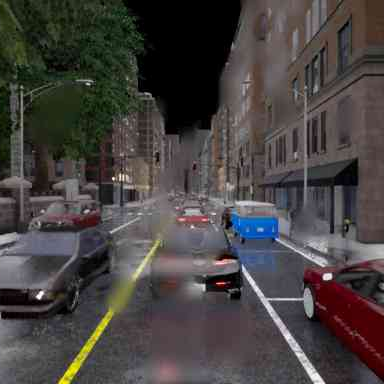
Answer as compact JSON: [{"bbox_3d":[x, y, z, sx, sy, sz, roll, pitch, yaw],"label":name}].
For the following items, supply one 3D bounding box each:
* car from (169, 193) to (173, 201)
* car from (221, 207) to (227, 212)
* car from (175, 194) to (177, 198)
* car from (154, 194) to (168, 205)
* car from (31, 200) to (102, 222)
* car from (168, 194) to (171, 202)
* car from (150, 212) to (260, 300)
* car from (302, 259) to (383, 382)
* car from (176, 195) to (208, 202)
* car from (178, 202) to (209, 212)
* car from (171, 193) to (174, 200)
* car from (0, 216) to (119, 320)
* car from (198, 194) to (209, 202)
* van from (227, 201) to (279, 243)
[{"bbox_3d":[-5.727,1.493,70.202,1.887,1.381,4.507,0,0,0],"label":"car"},{"bbox_3d":[2.838,1.557,21.319,1.947,1.339,4.313,0,0,0],"label":"car"},{"bbox_3d":[-5.740,1.496,86.554,2.008,1.369,4.403,0,0,0],"label":"car"},{"bbox_3d":[-5.718,1.480,59.131,1.752,1.417,4.829,0,0,0],"label":"car"},{"bbox_3d":[-5.682,1.310,15.612,2.192,1.841,5.009,0,0,0],"label":"car"},{"bbox_3d":[-5.722,1.501,64.751,2.008,1.369,4.403,0,0,0],"label":"car"},{"bbox_3d":[0.093,1.490,8.346,2.128,1.511,4.902,0,0,0],"label":"car"},{"bbox_3d":[2.851,1.544,4.338,1.887,1.381,4.507,0,0,0],"label":"car"},{"bbox_3d":[0.025,1.338,27.565,2.097,1.767,4.553,0,0,2],"label":"car"},{"bbox_3d":[0.088,1.519,18.608,1.812,1.442,4.674,0,0,0],"label":"car"},{"bbox_3d":[-5.731,1.491,75.653,1.887,1.381,4.507,0,0,0],"label":"car"},{"bbox_3d":[-3.104,1.546,7.841,2.033,1.411,5.357,0,0,0],"label":"car"},{"bbox_3d":[2.793,1.386,75.696,1.967,1.590,4.097,0,0,0],"label":"car"},{"bbox_3d":[2.842,1.336,15.659,1.690,1.788,3.998,0,0,0],"label":"van"}]
